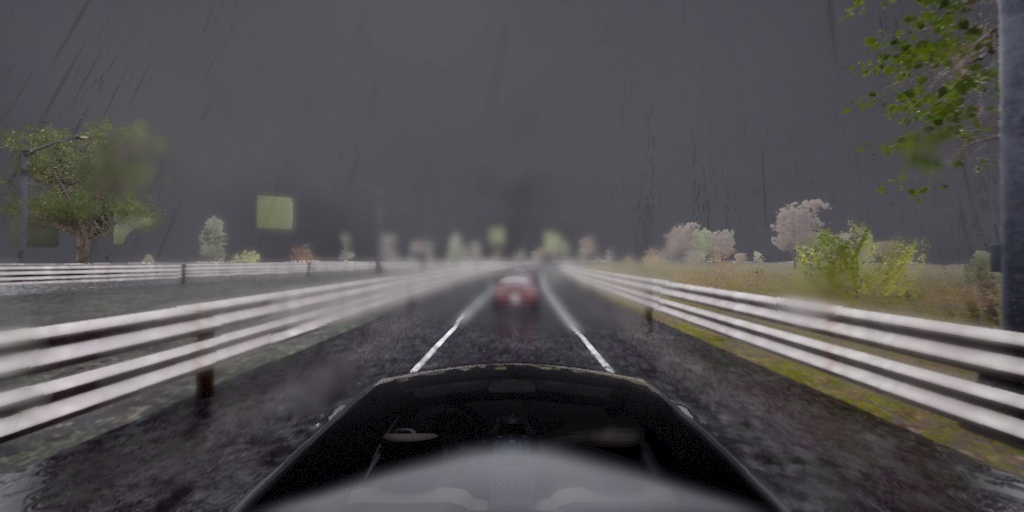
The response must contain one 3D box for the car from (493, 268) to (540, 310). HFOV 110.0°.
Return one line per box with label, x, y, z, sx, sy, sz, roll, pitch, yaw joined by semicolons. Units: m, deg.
car;0.236;1.430;15.667;1.812;1.442;4.674;0;0;2
